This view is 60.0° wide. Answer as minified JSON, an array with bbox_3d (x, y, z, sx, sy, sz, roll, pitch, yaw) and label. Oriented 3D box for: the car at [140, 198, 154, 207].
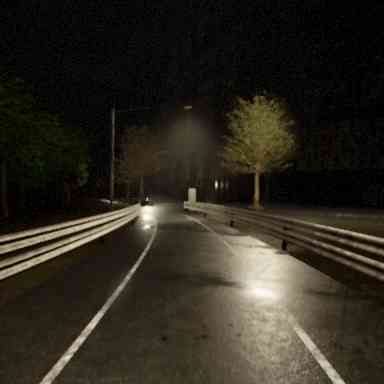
[{"bbox_3d":[-7.953,1.843,58.109,2.128,1.511,4.902,1,0,-19],"label":"car"}]
